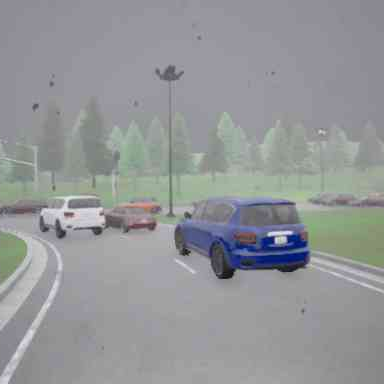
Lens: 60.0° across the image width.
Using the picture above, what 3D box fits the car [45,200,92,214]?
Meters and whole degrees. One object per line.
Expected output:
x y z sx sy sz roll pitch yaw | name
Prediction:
-13.349 1.600 36.256 4.718 1.301 1.895 -1 0 -16 | car

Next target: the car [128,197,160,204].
-5.175 1.278 31.266 4.553 1.767 2.097 -1 0 -16 | car

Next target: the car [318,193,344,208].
18.288 0.969 41.436 4.553 1.767 2.097 -1 0 -16 | car

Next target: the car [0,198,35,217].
-16.012 1.399 31.881 4.553 1.767 2.097 -1 0 -16 | car

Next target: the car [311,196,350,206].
18.793 1.198 45.209 4.718 1.301 1.895 -1 0 -16 | car

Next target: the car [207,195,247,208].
4.675 1.249 44.910 4.902 1.511 2.128 -1 0 -16 | car

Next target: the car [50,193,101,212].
-13.835 1.210 39.754 5.566 2.045 2.150 -1 0 -16 | car

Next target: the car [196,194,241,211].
2.947 1.162 37.163 4.553 1.767 2.097 -1 0 -16 | car

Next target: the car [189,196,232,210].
2.185 1.309 40.585 4.892 1.490 1.837 -1 0 -16 | car

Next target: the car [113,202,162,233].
-3.797 1.524 19.676 1.994 1.385 4.181 -1 0 -36 | car

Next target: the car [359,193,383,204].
28.615 0.937 51.544 5.008 1.535 1.882 -2 0 -15 | car

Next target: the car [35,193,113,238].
-6.553 1.220 17.957 2.150 2.045 5.566 -1 0 -36 | car

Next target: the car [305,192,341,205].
19.312 0.926 48.977 4.553 1.767 2.097 -1 0 -15 | car

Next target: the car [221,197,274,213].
5.721 1.282 34.303 4.902 1.511 2.128 -1 0 -16 | car

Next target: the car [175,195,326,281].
1.148 1.168 10.081 2.150 2.045 5.566 -1 1 -19 | car

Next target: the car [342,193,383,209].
20.136 1.136 38.317 4.674 1.442 1.812 -1 0 -16 | car
